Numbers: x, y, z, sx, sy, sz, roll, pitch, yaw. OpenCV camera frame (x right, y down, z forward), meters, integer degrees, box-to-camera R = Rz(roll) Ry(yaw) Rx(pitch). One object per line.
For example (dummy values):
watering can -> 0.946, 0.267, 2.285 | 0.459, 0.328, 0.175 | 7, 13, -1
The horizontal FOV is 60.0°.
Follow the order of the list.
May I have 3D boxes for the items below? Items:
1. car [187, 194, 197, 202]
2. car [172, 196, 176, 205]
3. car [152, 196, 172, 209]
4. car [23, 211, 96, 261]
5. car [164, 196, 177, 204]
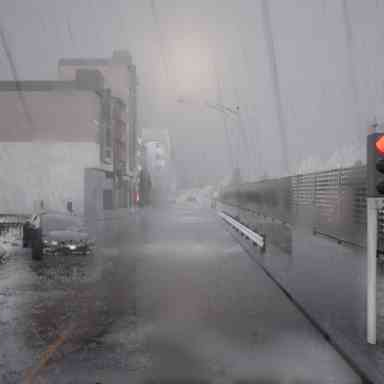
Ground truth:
car -> -0.038, 1.355, 76.616 | 2.097, 1.767, 4.553 | 0, 0, 0
car -> -4.113, 1.477, 54.579 | 1.882, 1.535, 5.008 | 0, 0, 0
car -> -4.116, 1.505, 44.346 | 1.837, 1.490, 4.892 | 0, 0, 0
car -> -5.095, 1.505, 12.524 | 1.837, 1.490, 4.892 | 4, -2, -34
car -> -4.077, 1.491, 64.827 | 2.128, 1.511, 4.902 | 0, 0, 0
